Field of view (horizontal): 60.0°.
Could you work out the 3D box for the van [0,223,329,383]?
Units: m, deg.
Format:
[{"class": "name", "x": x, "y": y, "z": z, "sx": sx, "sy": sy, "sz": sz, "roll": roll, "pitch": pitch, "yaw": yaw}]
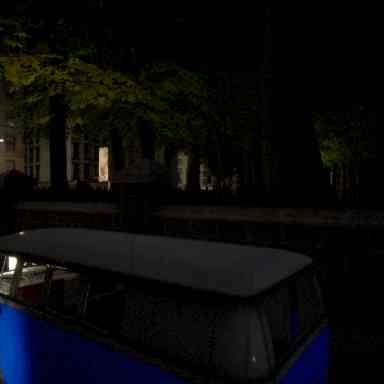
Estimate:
[{"class": "van", "x": -0.719, "y": 1.341, "z": 3.374, "sx": 3.998, "sy": 1.788, "sz": 1.690, "roll": 0, "pitch": 0, "yaw": 36}]
